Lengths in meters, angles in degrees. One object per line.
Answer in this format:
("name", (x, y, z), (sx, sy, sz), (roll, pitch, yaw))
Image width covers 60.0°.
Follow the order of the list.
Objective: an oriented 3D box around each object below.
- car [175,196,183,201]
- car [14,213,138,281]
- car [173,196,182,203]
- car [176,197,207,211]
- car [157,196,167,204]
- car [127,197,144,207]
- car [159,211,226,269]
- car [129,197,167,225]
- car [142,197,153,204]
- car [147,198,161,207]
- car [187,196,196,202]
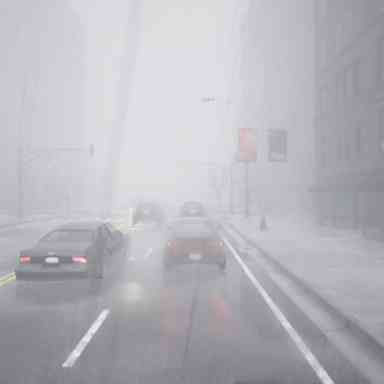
("car", (-3.367, 1.712, 87.819), (2.033, 1.411, 5.357), (0, 0, 0))
("car", (-3.162, 1.596, 9.999), (2.033, 1.411, 5.357), (0, 0, 0))
("car", (-3.353, 1.852, 77.815), (1.994, 1.385, 4.181), (0, 0, 0))
("car", (0.066, 1.467, 25.609), (2.097, 1.767, 4.553), (0, 0, 0))
("car", (-6.598, 1.771, 73.541), (1.882, 1.535, 5.008), (0, 0, 0))
("car", (-9.876, 1.732, 58.557), (2.128, 1.511, 4.902), (0, 0, 0))
("car", (0.088, 1.580, 11.218), (1.812, 1.442, 4.674), (0, 0, 0))
("car", (-3.183, 1.467, 25.503), (2.097, 1.767, 4.553), (0, 0, 0))
("car", (-9.848, 1.846, 73.714), (1.994, 1.385, 4.181), (0, 0, 0))
("car", (-6.625, 1.766, 58.450), (1.812, 1.442, 4.674), (0, 0, 1))
("car", (-0.117, 1.697, 87.823), (2.128, 1.511, 4.902), (0, 0, 0))
